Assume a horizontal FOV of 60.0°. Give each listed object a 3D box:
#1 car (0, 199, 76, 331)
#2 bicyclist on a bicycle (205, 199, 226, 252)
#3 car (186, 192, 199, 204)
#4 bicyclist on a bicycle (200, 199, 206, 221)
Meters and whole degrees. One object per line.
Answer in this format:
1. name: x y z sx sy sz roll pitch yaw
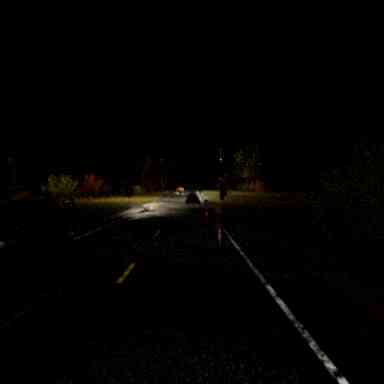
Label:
1. car: -3.602 1.172 5.054 2.150 2.045 5.566 0 1 0
2. bicyclist on a bicycle: 0.961 1.255 12.296 0.659 1.776 1.843 0 1 0
3. car: 0.092 1.081 51.212 1.994 1.385 4.181 0 1 0
4. bicyclist on a bicycle: 0.942 1.232 21.814 0.866 1.612 1.509 0 1 0
